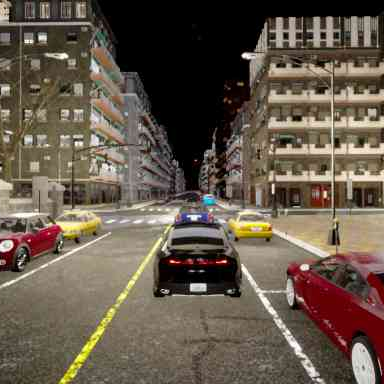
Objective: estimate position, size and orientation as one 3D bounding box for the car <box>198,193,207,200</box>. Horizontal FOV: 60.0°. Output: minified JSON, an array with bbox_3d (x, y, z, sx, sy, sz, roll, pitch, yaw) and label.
[{"bbox_3d":[2.786,1.249,88.160,2.192,1.841,5.009,1,0,0],"label":"car"}]

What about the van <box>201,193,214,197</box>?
[{"bbox_3d":[2.753,1.321,54.134,1.690,1.788,3.998,1,0,0],"label":"van"}]

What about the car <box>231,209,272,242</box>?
[{"bbox_3d":[2.715,1.527,16.311,1.752,1.417,4.829,1,0,0],"label":"car"}]

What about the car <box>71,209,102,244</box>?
[{"bbox_3d":[-5.666,1.527,15.996,1.752,1.417,4.829,1,0,0],"label":"car"}]

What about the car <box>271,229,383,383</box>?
[{"bbox_3d":[2.704,1.546,4.908,1.887,1.381,4.507,1,0,0],"label":"car"}]

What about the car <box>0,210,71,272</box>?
[{"bbox_3d":[-5.670,1.442,10.552,1.967,1.590,4.097,1,0,0],"label":"car"}]

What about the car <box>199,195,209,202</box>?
[{"bbox_3d":[2.772,1.503,76.818,2.008,1.369,4.403,1,0,0],"label":"car"}]

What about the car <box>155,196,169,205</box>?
[{"bbox_3d":[-5.625,1.556,59.870,1.802,1.307,4.206,1,0,0],"label":"car"}]

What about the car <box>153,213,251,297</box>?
[{"bbox_3d":[0.111,1.507,8.531,1.837,1.490,4.892,0,0,0],"label":"car"}]

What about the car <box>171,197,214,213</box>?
[{"bbox_3d":[0.138,1.354,18.791,2.097,1.767,4.553,0,0,1],"label":"car"}]

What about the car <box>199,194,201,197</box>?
[{"bbox_3d":[2.756,1.519,59.806,1.887,1.381,4.507,1,0,0],"label":"car"}]

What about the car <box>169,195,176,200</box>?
[{"bbox_3d":[-5.598,1.515,88.225,1.802,1.307,4.206,1,0,0],"label":"car"}]
